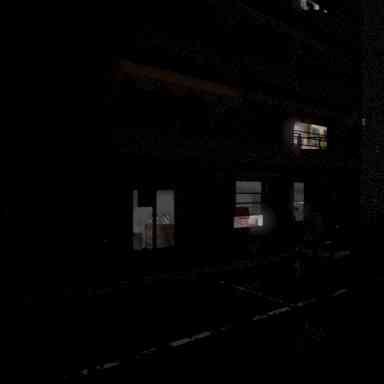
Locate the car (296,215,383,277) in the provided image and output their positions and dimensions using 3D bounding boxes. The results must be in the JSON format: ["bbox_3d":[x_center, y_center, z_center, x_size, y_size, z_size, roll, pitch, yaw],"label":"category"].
[{"bbox_3d":[5.012,1.582,10.209,4.206,1.307,1.802,0,0,-36],"label":"car"}]

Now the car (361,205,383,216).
[{"bbox_3d":[16.791,1.888,32.071,1.895,1.301,4.718,0,-1,-36],"label":"car"}]
